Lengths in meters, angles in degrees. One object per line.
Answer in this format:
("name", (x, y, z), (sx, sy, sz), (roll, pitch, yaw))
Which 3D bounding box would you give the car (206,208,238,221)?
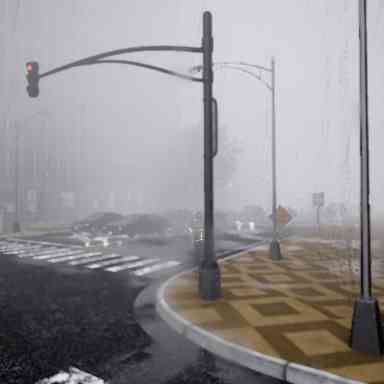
("car", (3.642, 2.656, 39.979), (1.895, 1.301, 4.718), (-1, -2, 32))

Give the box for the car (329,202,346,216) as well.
("car", (22.694, 2.618, 52.120), (2.150, 2.045, 5.566), (-1, -2, 32))

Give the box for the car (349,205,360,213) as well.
("car", (32.005, 3.259, 65.035), (1.812, 1.442, 4.674), (-1, -2, 32))

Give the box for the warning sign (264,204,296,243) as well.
("warning sign", (4.587, 1.600, 17.321), (1.300, 1.860, 1.060), (0, 0, 32))

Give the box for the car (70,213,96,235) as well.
("car", (-6.403, 2.150, 23.704), (1.812, 1.442, 4.674), (-1, -2, 30))

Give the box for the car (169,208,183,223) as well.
("car", (-1.574, 2.337, 31.539), (1.837, 1.490, 4.892), (-1, -2, 32))

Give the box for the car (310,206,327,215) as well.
("car", (21.197, 3.084, 55.693), (1.895, 1.301, 4.718), (-1, -2, 32))

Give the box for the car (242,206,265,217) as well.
("car", (9.091, 2.812, 48.702), (1.812, 1.442, 4.674), (-1, -2, 31))

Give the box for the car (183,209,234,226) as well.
("car", (1.614, 2.303, 30.518), (2.128, 1.511, 4.902), (-1, -2, 32))

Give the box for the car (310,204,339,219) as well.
("car", (17.329, 2.658, 43.333), (2.128, 1.511, 4.902), (-1, -2, 32))

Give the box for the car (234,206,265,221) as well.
("car", (6.934, 2.392, 39.122), (2.097, 1.767, 4.553), (-1, -2, 32))

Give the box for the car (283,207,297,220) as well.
("car", (11.013, 2.541, 39.183), (2.128, 1.511, 4.902), (-1, -2, 32))

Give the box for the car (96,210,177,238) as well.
("car", (-3.504, 2.140, 22.226), (2.033, 1.411, 5.357), (-1, -2, 32))
